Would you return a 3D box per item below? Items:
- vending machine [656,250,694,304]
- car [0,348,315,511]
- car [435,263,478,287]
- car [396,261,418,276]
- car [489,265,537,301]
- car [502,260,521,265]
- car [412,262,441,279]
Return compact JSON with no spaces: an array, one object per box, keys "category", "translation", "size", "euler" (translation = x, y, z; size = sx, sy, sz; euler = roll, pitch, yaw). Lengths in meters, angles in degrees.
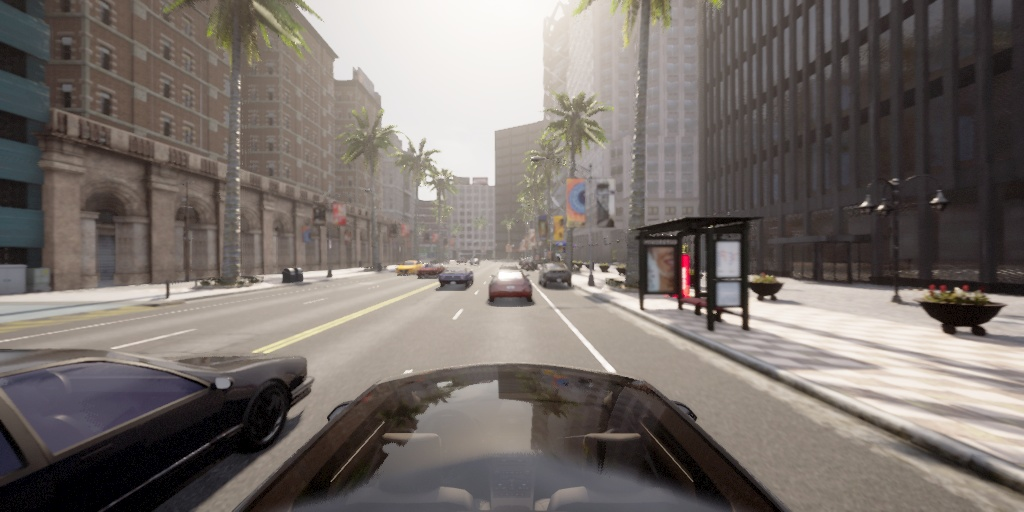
[{"category":"vending machine","translation":[7.240,0.903,15.966],"size":[1.100,2.100,0.880],"euler":[0,0,-1]},{"category":"car","translation":[-3.427,1.315,2.088],"size":[2.033,1.411,5.357],"euler":[0,0,0]},{"category":"car","translation":[-3.651,1.363,24.308],"size":[1.895,1.301,4.718],"euler":[0,0,-1]},{"category":"car","translation":[-11.017,1.273,38.898],"size":[1.882,1.535,5.008],"euler":[0,0,-1]},{"category":"car","translation":[-0.077,1.309,17.239],"size":[1.994,1.385,4.181],"euler":[0,0,-1]},{"category":"car","translation":[-0.307,1.341,37.205],"size":[1.895,1.301,4.718],"euler":[0,0,-1]},{"category":"car","translation":[-7.457,1.380,33.346],"size":[1.895,1.301,4.718],"euler":[0,0,-1]}]
